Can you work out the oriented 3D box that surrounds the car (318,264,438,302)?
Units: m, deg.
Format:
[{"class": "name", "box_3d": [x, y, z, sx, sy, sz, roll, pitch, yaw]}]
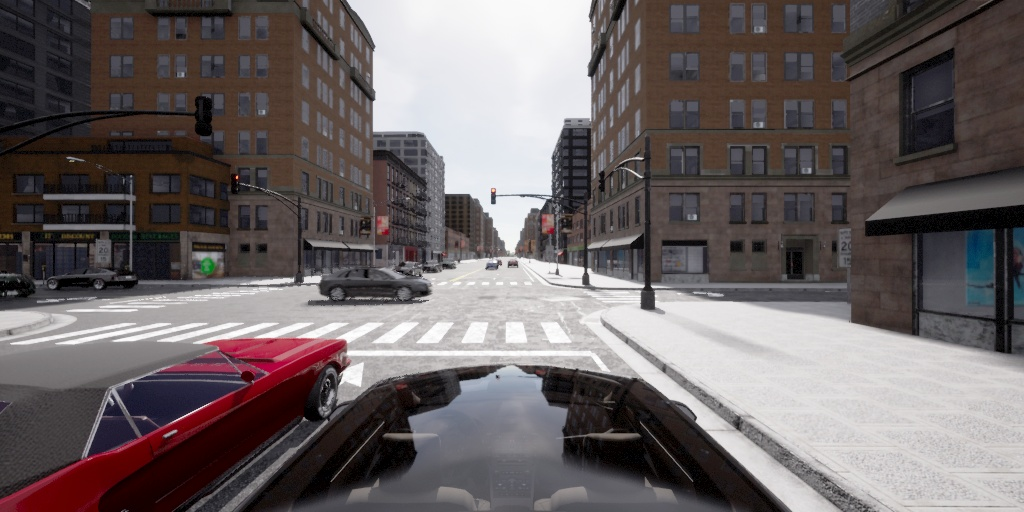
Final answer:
[{"class": "car", "box_3d": [-6.112, 1.255, 16.270, 4.892, 1.490, 1.837, 0, 0, -1]}]

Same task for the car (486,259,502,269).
[{"class": "car", "box_3d": [-3.000, 1.290, 55.630, 2.033, 1.411, 5.357, 0, 0, 0]}]

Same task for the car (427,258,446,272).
[{"class": "car", "box_3d": [-9.730, 1.251, 43.601, 1.837, 1.490, 4.892, 0, 0, 1]}]

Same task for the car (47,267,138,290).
[{"class": "car", "box_3d": [-25.321, 1.330, 21.750, 4.313, 1.339, 1.948, 0, 0, 0]}]

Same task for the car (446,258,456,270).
[{"class": "car", "box_3d": [-9.698, 1.097, 53.664, 2.097, 1.767, 4.553, 0, 0, 0]}]

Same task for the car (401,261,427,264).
[{"class": "car", "box_3d": [-9.757, 1.254, 33.766, 1.837, 1.490, 4.892, 0, 0, 0]}]

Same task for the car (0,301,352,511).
[{"class": "car", "box_3d": [-3.156, 1.351, 2.882, 1.895, 1.301, 4.718, 0, 0, 0]}]

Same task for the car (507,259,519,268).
[{"class": "car", "box_3d": [0.168, 1.245, 62.244, 1.837, 1.490, 4.892, 0, 0, 0]}]

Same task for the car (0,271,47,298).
[{"class": "car", "box_3d": [-24.854, 1.095, 16.262, 4.553, 1.767, 2.097, 0, 0, 0]}]
